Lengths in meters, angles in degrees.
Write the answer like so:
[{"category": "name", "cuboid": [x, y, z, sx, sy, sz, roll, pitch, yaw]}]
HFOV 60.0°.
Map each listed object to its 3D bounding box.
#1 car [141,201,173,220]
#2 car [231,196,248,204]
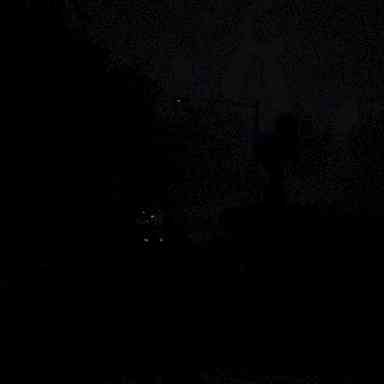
[{"category": "car", "cuboid": [-2.745, 1.431, 27.398, 2.033, 1.411, 5.357, 0, 0, 4]}, {"category": "car", "cuboid": [9.425, 1.498, 65.405, 1.882, 1.535, 5.008, -2, -1, 31]}]
